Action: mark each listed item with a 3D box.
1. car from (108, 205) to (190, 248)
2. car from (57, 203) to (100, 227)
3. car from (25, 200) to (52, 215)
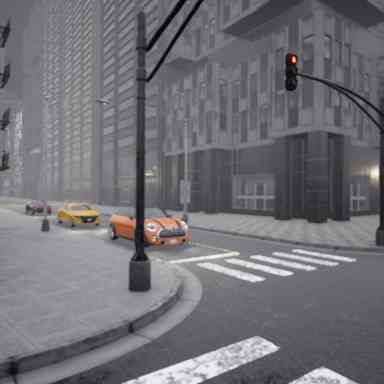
[{"bbox_3d":[-2.057,1.405,15.142,2.097,1.767,4.553,0,0,-36],"label":"car"},{"bbox_3d":[-8.075,1.545,23.542,1.882,1.535,5.008,0,0,-35],"label":"car"},{"bbox_3d":[-16.095,1.563,34.820,1.882,1.535,5.008,0,0,-36],"label":"car"}]
